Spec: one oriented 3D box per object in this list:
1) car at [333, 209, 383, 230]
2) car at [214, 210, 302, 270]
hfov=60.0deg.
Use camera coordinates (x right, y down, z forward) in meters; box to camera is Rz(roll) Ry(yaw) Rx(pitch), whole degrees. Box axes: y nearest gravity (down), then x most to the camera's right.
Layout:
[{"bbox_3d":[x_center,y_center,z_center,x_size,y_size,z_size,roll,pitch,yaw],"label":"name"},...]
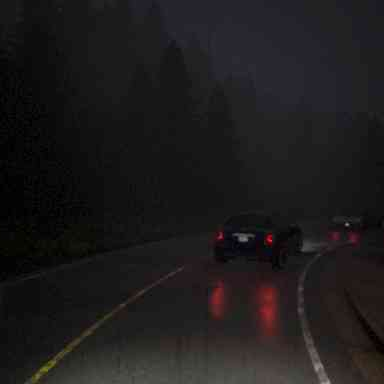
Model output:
[{"bbox_3d":[11.536,1.816,22.868,4.718,1.301,1.895,0,-1,-44],"label":"car"},{"bbox_3d":[2.544,1.464,11.911,2.097,1.767,4.553,0,-1,28],"label":"car"}]
